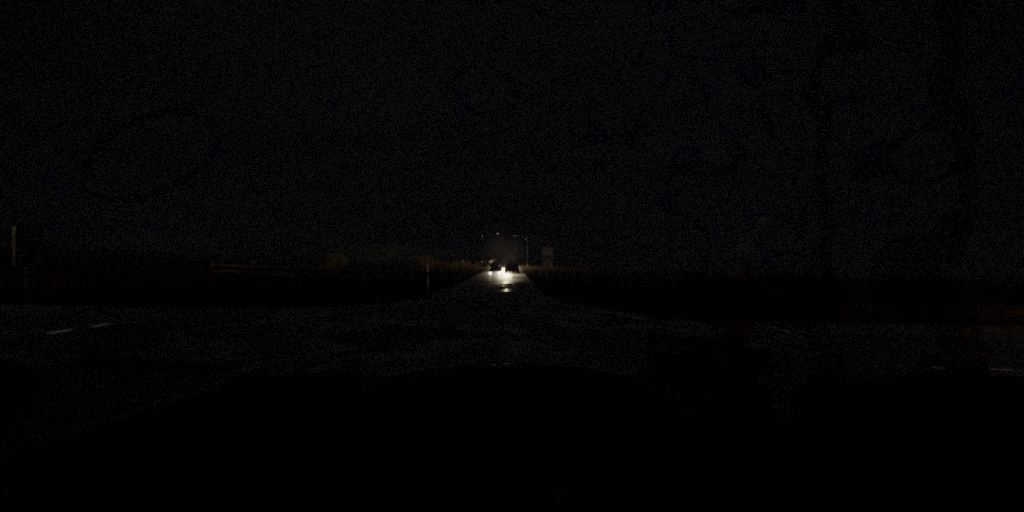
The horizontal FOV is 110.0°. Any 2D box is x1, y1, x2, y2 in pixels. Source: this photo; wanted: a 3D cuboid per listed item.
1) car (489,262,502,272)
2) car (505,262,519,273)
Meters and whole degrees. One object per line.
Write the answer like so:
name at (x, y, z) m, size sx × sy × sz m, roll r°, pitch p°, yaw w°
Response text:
car at (-2.757, 1.839, 60.744) m, size 1.837 × 1.490 × 4.892 m, roll 0°, pitch 0°, yaw 0°
car at (-0.006, 1.677, 55.271) m, size 2.097 × 1.767 × 4.553 m, roll 0°, pitch 0°, yaw 0°
